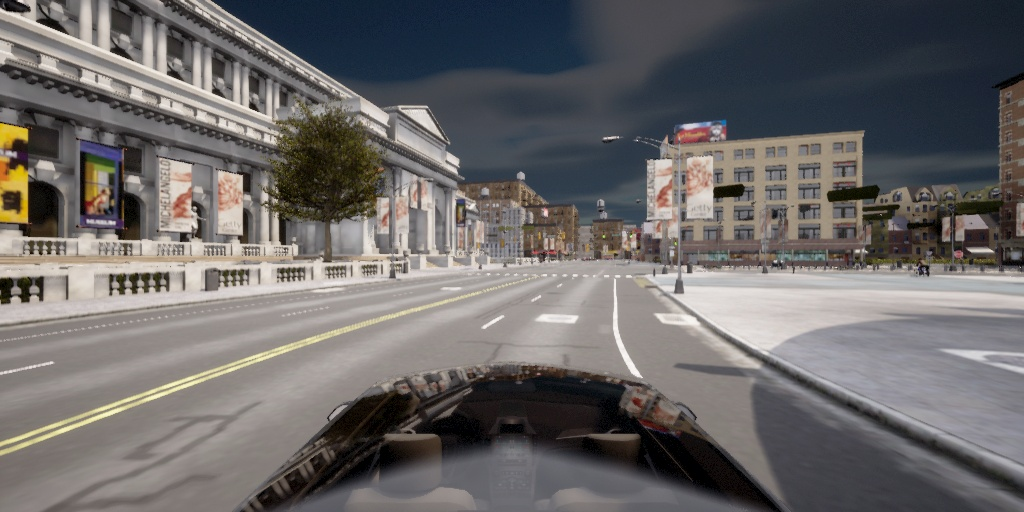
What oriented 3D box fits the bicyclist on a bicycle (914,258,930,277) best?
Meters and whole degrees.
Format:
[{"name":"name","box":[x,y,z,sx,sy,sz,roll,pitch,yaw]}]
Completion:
[{"name":"bicyclist on a bicycle","box":[35.439,1.026,31.023,0.582,1.620,1.656,0,0,16]}]
